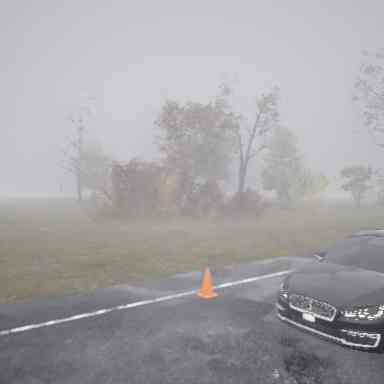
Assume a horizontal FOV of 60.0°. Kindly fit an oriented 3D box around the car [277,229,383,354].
[{"bbox_3d":[3.621,1.489,6.021,4.892,1.490,1.837,0,0,-35],"label":"car"}]

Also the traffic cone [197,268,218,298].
[{"bbox_3d":[0.345,1.944,7.229,0.340,0.580,0.340,0,0,-35],"label":"traffic cone"}]
